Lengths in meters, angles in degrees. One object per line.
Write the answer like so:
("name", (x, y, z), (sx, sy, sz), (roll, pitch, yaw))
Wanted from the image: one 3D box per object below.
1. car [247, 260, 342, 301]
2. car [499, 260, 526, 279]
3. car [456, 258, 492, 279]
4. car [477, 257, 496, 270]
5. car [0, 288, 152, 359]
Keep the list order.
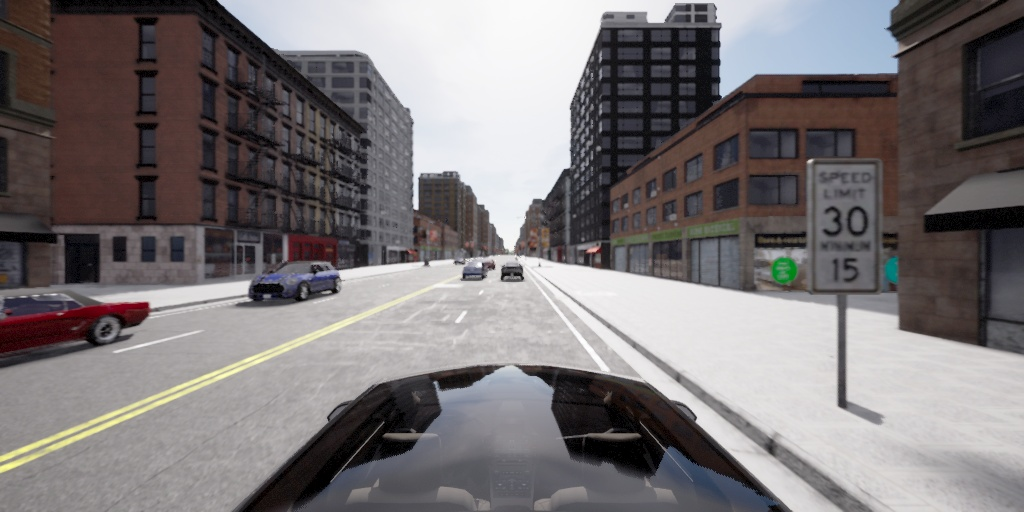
("car", (-9.830, 1.023, 16.632), (2.097, 1.767, 4.553), (0, 0, 0))
("car", (0.038, 1.108, 29.735), (1.837, 1.490, 4.892), (0, 1, 1))
("car", (-3.130, 1.145, 30.689), (2.033, 1.411, 5.357), (0, 0, 0))
("car", (-3.143, 1.036, 47.111), (1.812, 1.442, 4.674), (0, 0, 0))
("car", (-9.847, 1.325, 6.590), (1.895, 1.301, 4.718), (0, 0, 0))
